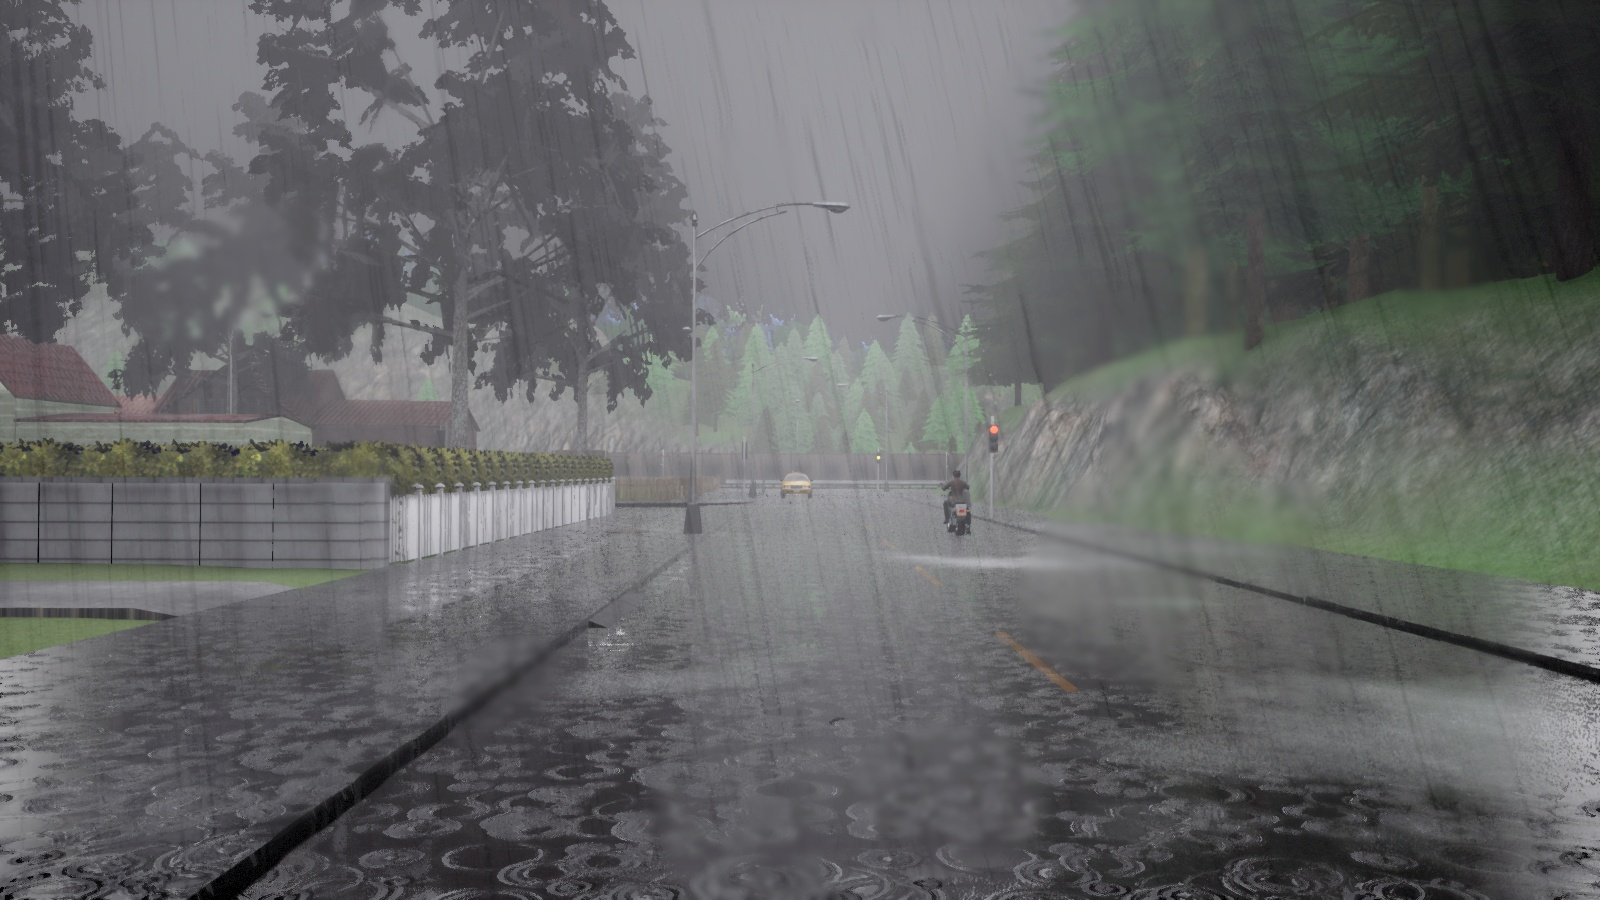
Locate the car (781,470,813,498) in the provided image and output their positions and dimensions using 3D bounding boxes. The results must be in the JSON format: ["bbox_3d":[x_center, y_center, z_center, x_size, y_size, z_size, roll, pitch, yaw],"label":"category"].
[{"bbox_3d":[-0.184,1.989,73.693,1.801,1.575,5.366,0,-1,0],"label":"car"}]

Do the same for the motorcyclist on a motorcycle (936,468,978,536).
[{"bbox_3d":[3.921,1.277,31.522,0.766,1.649,2.350,0,-1,0],"label":"motorcyclist on a motorcycle"}]
